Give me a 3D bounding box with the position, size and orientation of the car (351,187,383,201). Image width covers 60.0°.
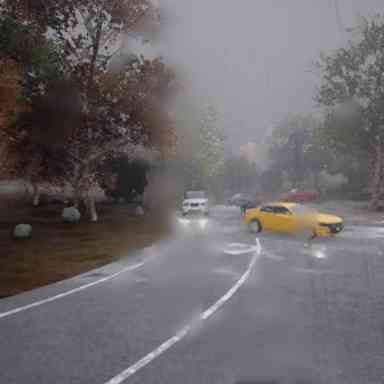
[{"bbox_3d":[26.918,0.248,49.711,5.566,2.045,2.150,0,1,15],"label":"car"}]

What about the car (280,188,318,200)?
[{"bbox_3d":[14.694,0.453,45.980,5.566,2.045,2.150,-2,0,-21],"label":"car"}]

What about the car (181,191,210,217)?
[{"bbox_3d":[0.308,0.958,28.951,2.150,2.045,5.566,-1,1,2],"label":"car"}]

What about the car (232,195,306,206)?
[{"bbox_3d":[4.908,1.226,22.063,2.128,1.511,4.902,-2,1,-20],"label":"car"}]

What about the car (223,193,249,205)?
[{"bbox_3d":[6.174,0.974,43.695,4.892,1.490,1.837,-2,0,-44],"label":"car"}]

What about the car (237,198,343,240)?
[{"bbox_3d":[4.756,1.282,16.148,1.882,1.535,5.008,-1,1,-35],"label":"car"}]
